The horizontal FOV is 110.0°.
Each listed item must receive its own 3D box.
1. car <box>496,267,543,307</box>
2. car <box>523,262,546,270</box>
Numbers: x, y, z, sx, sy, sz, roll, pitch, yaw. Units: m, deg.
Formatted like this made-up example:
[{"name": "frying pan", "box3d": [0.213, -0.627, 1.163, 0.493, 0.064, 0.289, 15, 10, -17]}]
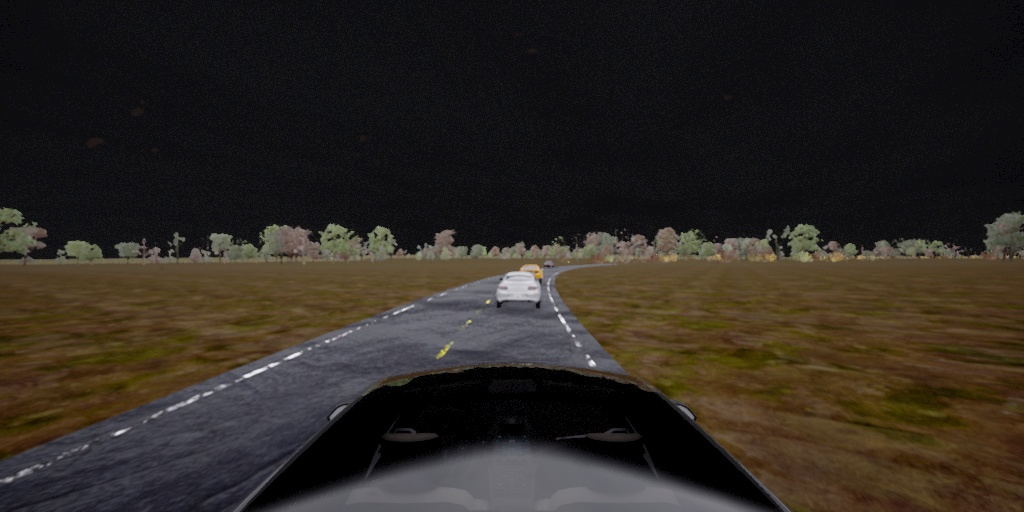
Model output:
[{"name": "car", "box3d": [0.360, 1.409, 16.135, 1.812, 1.442, 4.674, 0, 0, 4]}, {"name": "car", "box3d": [1.667, 1.491, 31.085, 1.882, 1.535, 5.008, 0, 0, 7]}]
